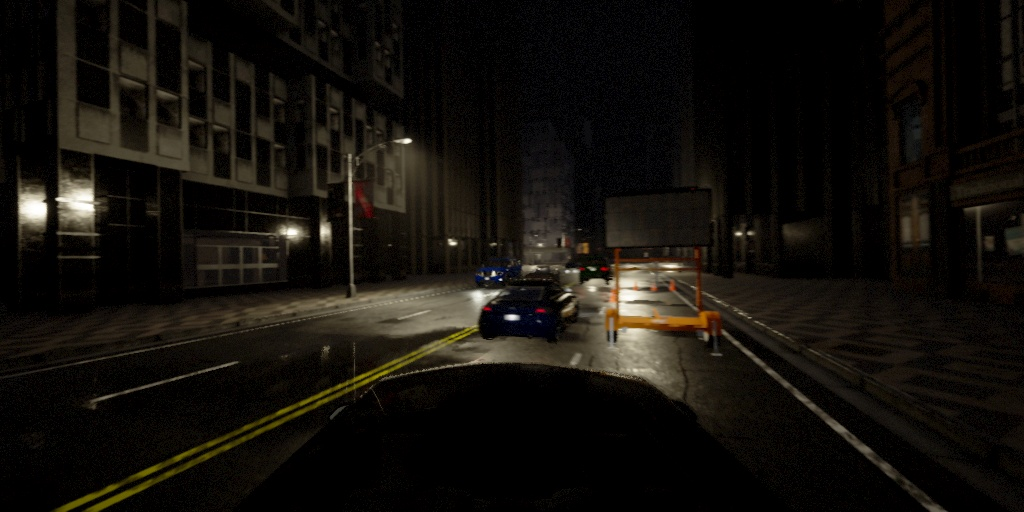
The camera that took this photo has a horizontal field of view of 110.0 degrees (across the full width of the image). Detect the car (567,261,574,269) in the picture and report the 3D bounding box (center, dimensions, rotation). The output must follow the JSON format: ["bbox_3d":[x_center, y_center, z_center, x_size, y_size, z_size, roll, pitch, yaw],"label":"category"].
[{"bbox_3d":[9.851,1.554,58.503,1.994,1.385,4.181,-1,0,19],"label":"car"}]

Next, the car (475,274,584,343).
[{"bbox_3d":[0.639,1.364,10.016,1.994,1.385,4.181,-1,0,19],"label":"car"}]

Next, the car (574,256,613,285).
[{"bbox_3d":[6.477,1.045,27.466,2.150,2.045,5.566,-1,0,19],"label":"car"}]

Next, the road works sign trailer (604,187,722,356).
[{"bbox_3d":[3.538,0.202,8.716,2.380,3.560,2.880,0,0,19],"label":"road works sign trailer"}]

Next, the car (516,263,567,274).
[{"bbox_3d":[2.243,1.434,25.670,2.033,1.411,5.357,-1,0,19],"label":"car"}]

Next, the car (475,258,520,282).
[{"bbox_3d":[-0.822,1.172,26.768,2.150,2.045,5.566,-1,0,18],"label":"car"}]
